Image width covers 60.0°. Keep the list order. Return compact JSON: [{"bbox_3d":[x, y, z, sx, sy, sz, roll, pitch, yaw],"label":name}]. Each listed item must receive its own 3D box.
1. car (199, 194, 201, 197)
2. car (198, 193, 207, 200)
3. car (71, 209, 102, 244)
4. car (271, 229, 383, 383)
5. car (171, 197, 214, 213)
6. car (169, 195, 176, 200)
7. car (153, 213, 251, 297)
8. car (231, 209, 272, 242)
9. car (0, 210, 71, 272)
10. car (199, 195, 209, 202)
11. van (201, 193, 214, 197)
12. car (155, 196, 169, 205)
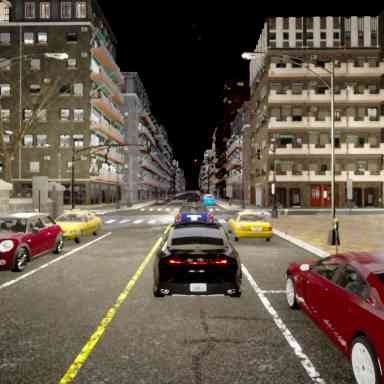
[{"bbox_3d":[2.756,1.519,59.806,1.887,1.381,4.507,1,0,0],"label":"car"},{"bbox_3d":[2.786,1.249,88.160,2.192,1.841,5.009,1,0,0],"label":"car"},{"bbox_3d":[-5.666,1.527,15.996,1.752,1.417,4.829,1,0,0],"label":"car"},{"bbox_3d":[2.704,1.546,4.908,1.887,1.381,4.507,1,0,0],"label":"car"},{"bbox_3d":[0.138,1.354,18.791,2.097,1.767,4.553,0,0,1],"label":"car"},{"bbox_3d":[-5.598,1.516,88.225,1.802,1.307,4.206,1,0,0],"label":"car"},{"bbox_3d":[0.111,1.507,8.531,1.837,1.490,4.892,0,0,0],"label":"car"},{"bbox_3d":[2.715,1.527,16.311,1.752,1.417,4.829,1,0,0],"label":"car"},{"bbox_3d":[-5.670,1.442,10.552,1.967,1.590,4.097,1,0,0],"label":"car"},{"bbox_3d":[2.772,1.503,76.818,2.008,1.369,4.403,1,0,0],"label":"car"},{"bbox_3d":[2.753,1.321,54.134,1.690,1.788,3.998,1,0,0],"label":"van"},{"bbox_3d":[-5.625,1.556,59.870,1.802,1.307,4.206,1,0,0],"label":"car"}]
